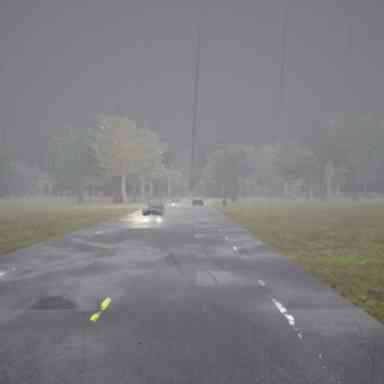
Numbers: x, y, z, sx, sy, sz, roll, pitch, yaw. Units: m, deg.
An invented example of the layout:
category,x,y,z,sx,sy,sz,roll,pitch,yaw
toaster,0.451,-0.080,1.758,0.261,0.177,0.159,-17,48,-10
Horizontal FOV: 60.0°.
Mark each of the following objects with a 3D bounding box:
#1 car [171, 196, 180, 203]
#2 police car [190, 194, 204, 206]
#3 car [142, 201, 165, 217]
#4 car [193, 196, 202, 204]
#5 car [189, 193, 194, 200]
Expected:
category,x,y,z,sx,sy,sz,roll,pitch,yaw
car,-3.515,1.654,72.812,2.128,1.511,4.902,0,0,0
police car,1.038,1.556,57.953,1.930,1.638,5.238,0,0,0
car,-3.606,1.621,32.197,2.033,1.411,5.357,0,0,0
car,1.036,1.659,67.845,1.837,1.490,4.892,0,0,0
car,1.035,1.393,73.876,2.150,2.045,5.566,0,0,0
